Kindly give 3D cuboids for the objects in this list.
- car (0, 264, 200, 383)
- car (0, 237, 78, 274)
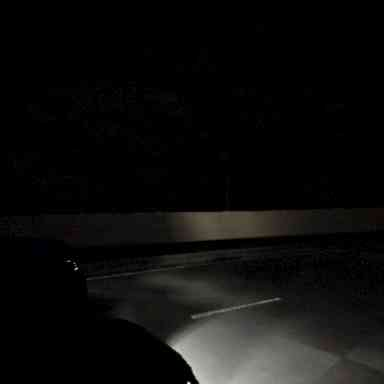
[{"bbox_3d":[-1.896,1.550,2.148,4.181,1.385,1.994,0,0,-35],"label":"car"},{"bbox_3d":[-4.463,1.192,4.757,5.566,2.045,2.150,0,0,-35],"label":"car"}]
